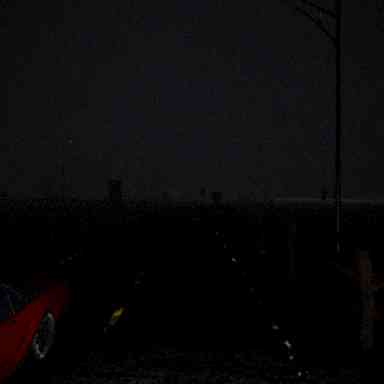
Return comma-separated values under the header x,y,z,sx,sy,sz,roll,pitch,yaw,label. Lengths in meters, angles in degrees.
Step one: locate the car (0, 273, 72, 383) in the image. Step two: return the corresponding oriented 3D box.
x,y,z,sx,sy,sz,roll,pitch,yaw,label
-2.849,1.598,3.099,1.895,1.301,4.718,0,0,0,car
